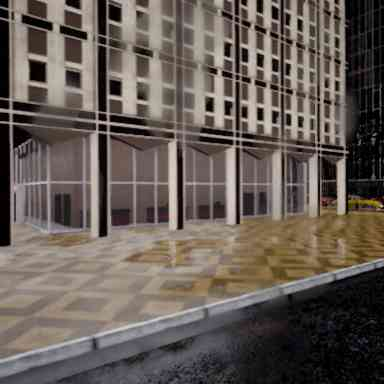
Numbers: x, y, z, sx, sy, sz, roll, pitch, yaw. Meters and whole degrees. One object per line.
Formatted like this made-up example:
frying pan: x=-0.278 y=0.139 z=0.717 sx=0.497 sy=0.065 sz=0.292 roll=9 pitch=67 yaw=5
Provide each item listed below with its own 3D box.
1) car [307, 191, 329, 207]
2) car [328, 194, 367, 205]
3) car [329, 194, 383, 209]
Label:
car: x=14.061 y=0.807 z=39.980 sx=2.192 sy=1.841 sz=5.009 roll=0 pitch=0 yaw=-36
car: x=20.965 y=0.983 z=45.074 sx=2.008 sy=1.369 sz=4.403 roll=0 pitch=0 yaw=-36
car: x=17.510 y=1.050 z=35.257 sx=1.752 sy=1.417 sz=4.829 roll=0 pitch=0 yaw=-36
